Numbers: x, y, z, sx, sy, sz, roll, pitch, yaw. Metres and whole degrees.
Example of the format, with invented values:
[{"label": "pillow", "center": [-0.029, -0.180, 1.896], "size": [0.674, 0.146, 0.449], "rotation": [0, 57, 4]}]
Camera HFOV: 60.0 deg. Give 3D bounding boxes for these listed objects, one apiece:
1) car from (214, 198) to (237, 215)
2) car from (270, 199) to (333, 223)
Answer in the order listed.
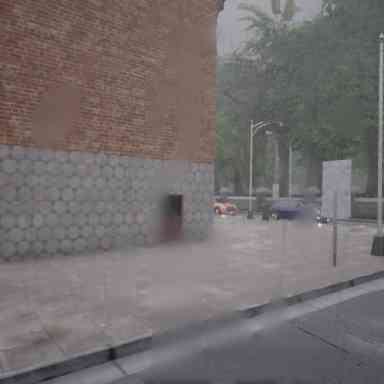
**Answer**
[{"label": "car", "center": [2.338, 1.339, 32.488], "size": [2.097, 1.767, 4.553], "rotation": [2, -1, -36]}, {"label": "car", "center": [8.027, 1.344, 24.553], "size": [2.097, 1.767, 4.553], "rotation": [2, -1, -35]}]
